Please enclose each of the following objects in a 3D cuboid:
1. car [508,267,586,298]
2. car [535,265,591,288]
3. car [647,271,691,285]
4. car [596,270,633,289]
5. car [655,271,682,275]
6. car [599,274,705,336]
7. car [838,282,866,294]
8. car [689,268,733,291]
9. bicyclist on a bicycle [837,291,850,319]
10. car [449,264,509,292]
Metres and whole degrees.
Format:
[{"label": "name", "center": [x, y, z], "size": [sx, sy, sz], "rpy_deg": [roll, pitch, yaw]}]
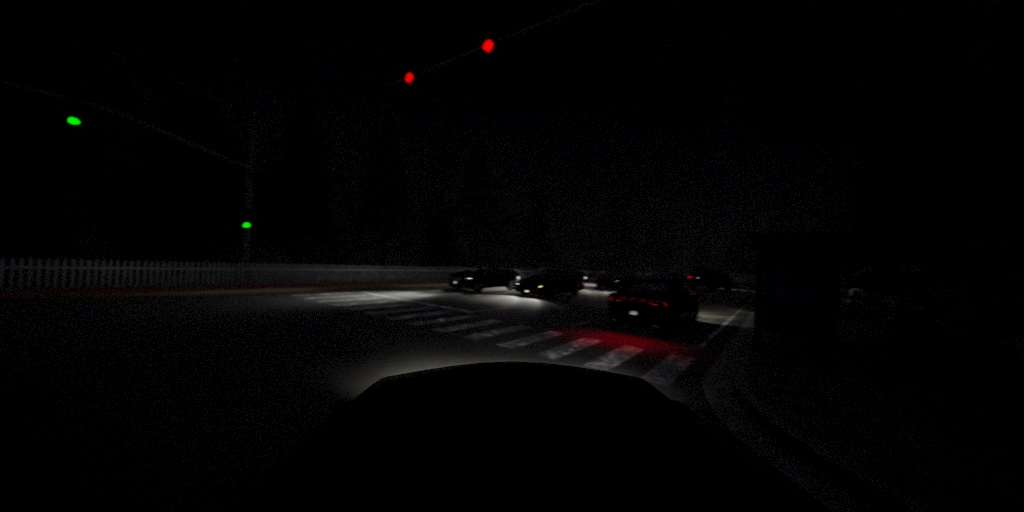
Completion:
[{"label": "car", "center": [2.328, 1.513, 20.527], "size": [2.033, 1.411, 5.357], "rpy_deg": [3, 0, 36]}, {"label": "car", "center": [4.139, 1.611, 28.530], "size": [2.128, 1.511, 4.902], "rpy_deg": [3, 0, 39]}, {"label": "car", "center": [18.638, 2.568, 42.419], "size": [5.357, 1.411, 2.033], "rpy_deg": [3, 0, -32]}, {"label": "car", "center": [8.337, 1.829, 28.209], "size": [1.882, 1.535, 5.008], "rpy_deg": [3, 0, 39]}, {"label": "car", "center": [15.171, 2.259, 35.504], "size": [5.008, 1.535, 1.882], "rpy_deg": [4, 0, -39]}, {"label": "car", "center": [4.846, 1.527, 11.957], "size": [1.882, 1.535, 5.008], "rpy_deg": [3, -1, 36]}, {"label": "car", "center": [39.400, 3.742, 41.911], "size": [4.181, 1.385, 1.994], "rpy_deg": [3, 0, -5]}, {"label": "car", "center": [18.815, 2.196, 33.914], "size": [5.566, 2.045, 2.150], "rpy_deg": [4, -1, -39]}, {"label": "bicyclist on a bicycle", "center": [13.511, 1.858, 15.475], "size": [1.656, 1.620, 0.582], "rpy_deg": [3, -1, 37]}, {"label": "car", "center": [-1.540, 1.245, 21.133], "size": [2.128, 1.511, 4.902], "rpy_deg": [3, 0, 38]}]
